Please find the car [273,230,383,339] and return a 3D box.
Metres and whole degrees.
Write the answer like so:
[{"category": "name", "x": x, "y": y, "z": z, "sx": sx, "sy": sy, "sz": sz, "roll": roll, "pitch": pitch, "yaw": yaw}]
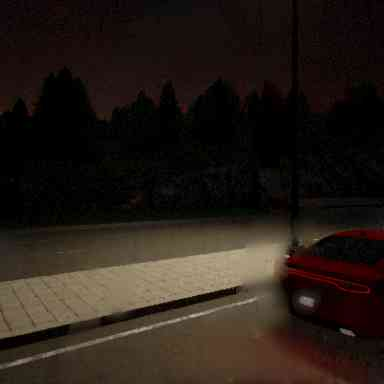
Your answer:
[{"category": "car", "x": 3.721, "y": 1.477, "z": 6.399, "sx": 5.008, "sy": 1.535, "sz": 1.882, "roll": 0, "pitch": 0, "yaw": -35}]
